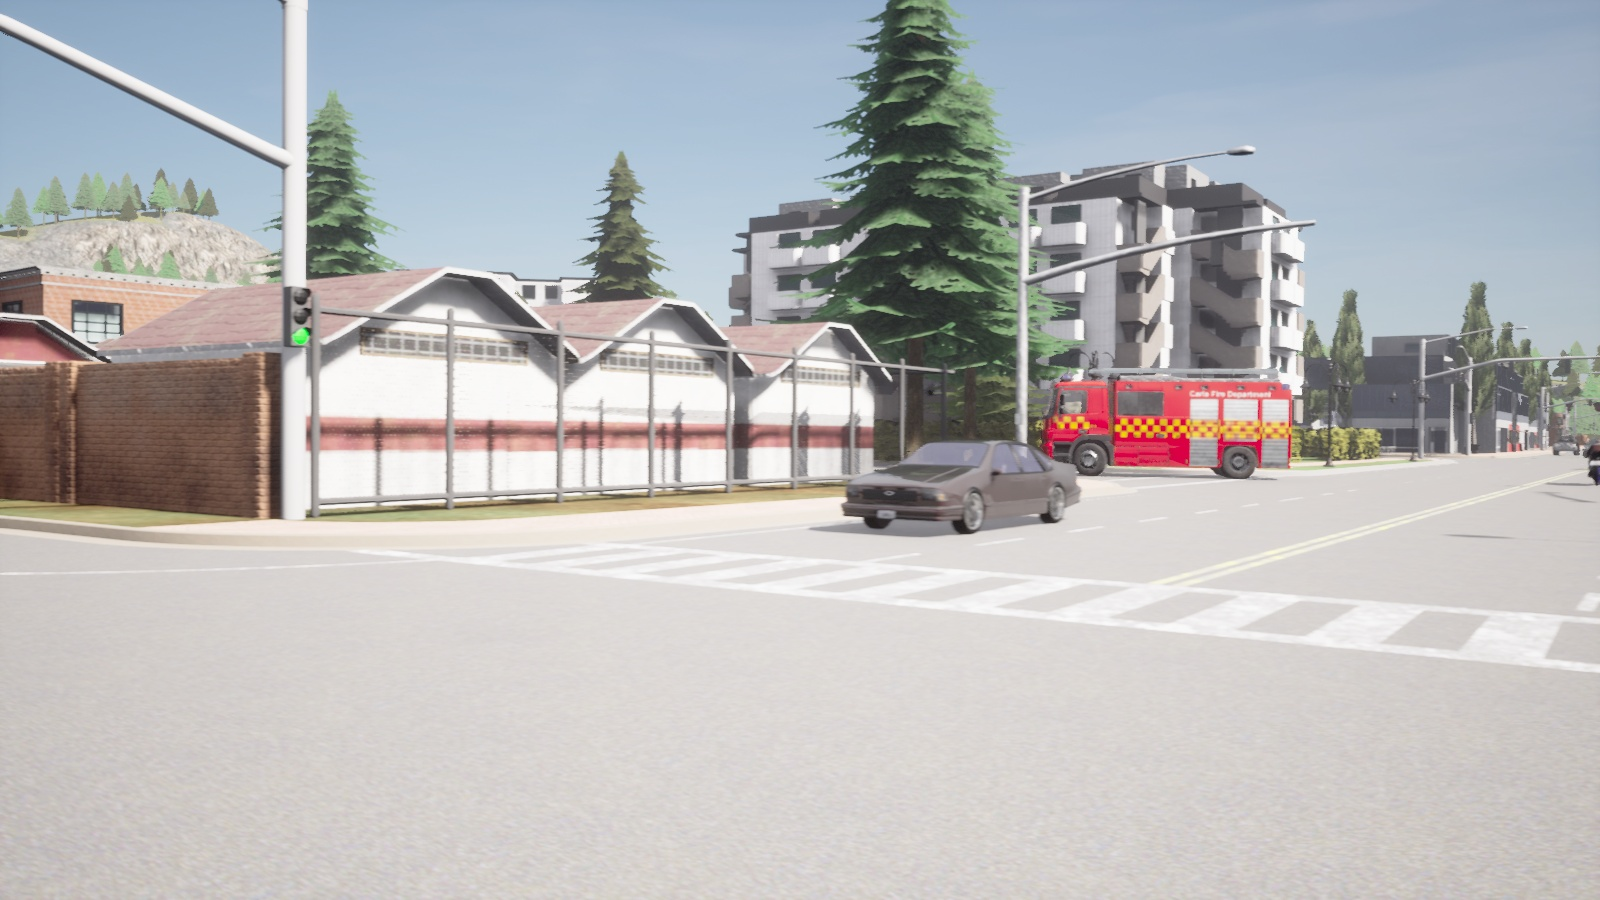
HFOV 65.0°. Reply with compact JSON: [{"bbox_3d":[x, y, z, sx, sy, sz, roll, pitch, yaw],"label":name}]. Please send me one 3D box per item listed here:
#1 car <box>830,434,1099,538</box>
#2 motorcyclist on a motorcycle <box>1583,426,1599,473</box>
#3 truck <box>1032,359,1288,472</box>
[{"bbox_3d":[2.840,0.476,20.317,2.033,1.411,5.357,0,1,35],"label":"car"},{"bbox_3d":[26.373,-0.037,41.375,0.866,1.530,2.191,0,1,35],"label":"motorcyclist on a motorcycle"},{"bbox_3d":[12.625,-1.184,44.798,8.468,3.827,2.891,0,1,9],"label":"truck"}]
